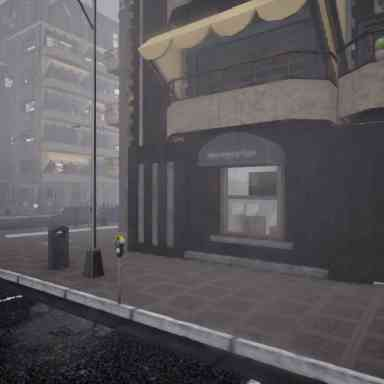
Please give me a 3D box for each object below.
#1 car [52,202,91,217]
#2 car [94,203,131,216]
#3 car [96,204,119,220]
[{"bbox_3d":[-12.752,1.821,35.326,1.967,1.590,4.097,-1,-1,35],"label":"car"},{"bbox_3d":[-9.465,2.063,39.947,1.802,1.307,4.206,-1,-1,35],"label":"car"},{"bbox_3d":[-6.852,1.928,33.667,1.882,1.535,5.008,0,-1,35],"label":"car"}]
